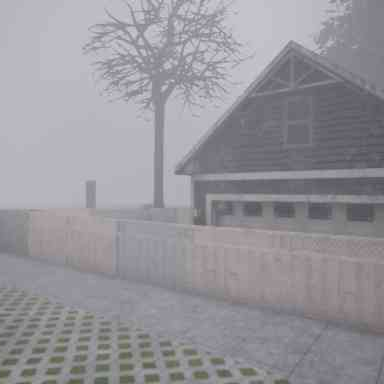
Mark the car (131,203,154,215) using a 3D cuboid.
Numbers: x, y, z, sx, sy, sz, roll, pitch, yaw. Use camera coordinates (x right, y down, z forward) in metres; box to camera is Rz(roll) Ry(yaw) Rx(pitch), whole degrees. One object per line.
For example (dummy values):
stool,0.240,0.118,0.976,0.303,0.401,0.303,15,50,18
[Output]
car,-4.504,1.844,31.540,1.882,1.535,5.008,0,-1,35
